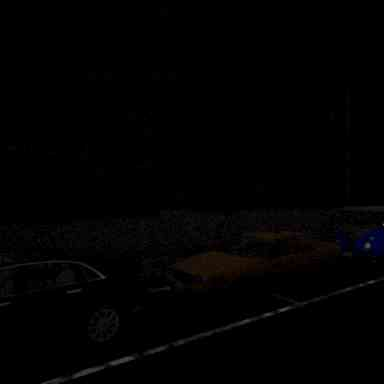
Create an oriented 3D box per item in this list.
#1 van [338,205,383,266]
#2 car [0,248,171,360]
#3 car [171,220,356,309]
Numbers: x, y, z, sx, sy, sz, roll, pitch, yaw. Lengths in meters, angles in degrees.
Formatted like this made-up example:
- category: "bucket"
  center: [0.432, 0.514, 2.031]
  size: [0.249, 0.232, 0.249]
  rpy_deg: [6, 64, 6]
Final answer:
- category: "van"
  center: [6.418, 1.354, 11.278]
  size: [3.998, 1.788, 1.690]
  rpy_deg: [0, 0, -36]
- category: "car"
  center: [-2.741, 1.551, 4.692]
  size: [4.403, 1.369, 2.008]
  rpy_deg: [0, 0, -36]
- category: "car"
  center: [1.701, 1.531, 7.886]
  size: [4.829, 1.417, 1.752]
  rpy_deg: [0, 0, -36]
